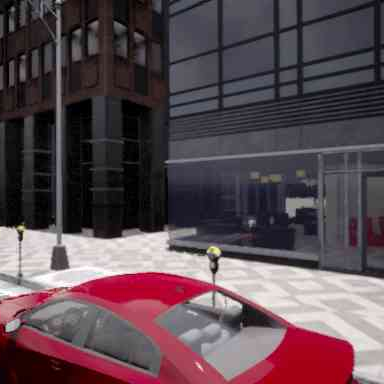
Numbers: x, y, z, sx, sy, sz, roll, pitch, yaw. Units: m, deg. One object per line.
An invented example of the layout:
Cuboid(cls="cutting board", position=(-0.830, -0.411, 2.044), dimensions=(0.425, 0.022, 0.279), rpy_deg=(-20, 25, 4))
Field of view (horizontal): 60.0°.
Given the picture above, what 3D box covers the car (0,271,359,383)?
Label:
Cuboid(cls="car", position=(-0.721, 1.549, 3.490), dimensions=(4.507, 1.381, 1.887), rpy_deg=(0, 0, 36))
